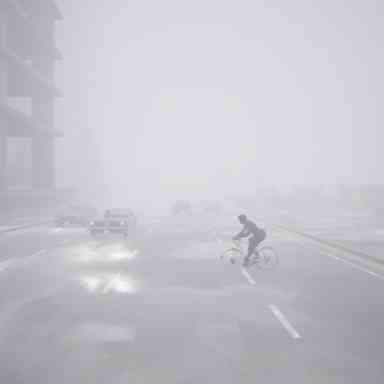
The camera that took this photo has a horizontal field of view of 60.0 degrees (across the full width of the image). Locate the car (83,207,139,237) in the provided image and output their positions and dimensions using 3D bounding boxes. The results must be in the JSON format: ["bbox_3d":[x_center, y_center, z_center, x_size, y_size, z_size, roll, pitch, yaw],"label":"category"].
[{"bbox_3d":[-4.142,1.601,18.138,1.895,1.301,4.718,0,0,-2],"label":"car"}]

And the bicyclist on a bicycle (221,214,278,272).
[{"bbox_3d":[1.614,1.453,9.402,1.656,1.620,0.582,-2,0,-2],"label":"bicyclist on a bicycle"}]

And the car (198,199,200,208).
[{"bbox_3d":[1.938,1.477,49.029,1.882,1.535,5.008,0,0,-1],"label":"car"}]

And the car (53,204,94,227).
[{"bbox_3d":[-7.841,1.547,23.269,2.033,1.411,5.357,0,0,-2],"label":"car"}]

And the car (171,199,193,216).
[{"bbox_3d":[-0.972,1.503,32.945,1.837,1.490,4.892,0,0,-2],"label":"car"}]

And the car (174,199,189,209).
[{"bbox_3d":[-1.402,1.601,45.490,1.895,1.301,4.718,0,0,-2],"label":"car"}]

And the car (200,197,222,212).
[{"bbox_3d":[2.315,1.564,38.540,1.994,1.385,4.181,0,0,-2],"label":"car"}]
